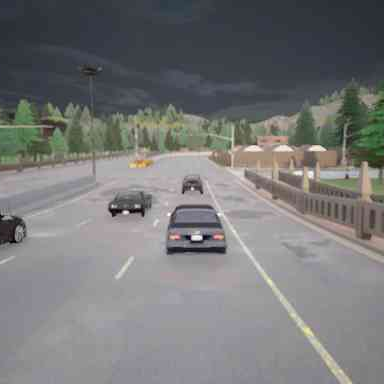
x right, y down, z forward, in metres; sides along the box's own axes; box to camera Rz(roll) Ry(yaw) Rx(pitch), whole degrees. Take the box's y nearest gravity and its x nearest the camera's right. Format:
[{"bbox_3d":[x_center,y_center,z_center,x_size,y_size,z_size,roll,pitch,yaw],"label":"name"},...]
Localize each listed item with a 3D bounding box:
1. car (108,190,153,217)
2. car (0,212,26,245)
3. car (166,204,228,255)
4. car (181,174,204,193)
[{"bbox_3d":[-3.417,0.550,19.345,1.895,1.301,4.718,0,5,0],"label":"car"},{"bbox_3d":[-6.900,1.157,10.064,1.837,1.490,4.892,0,3,0],"label":"car"},{"bbox_3d":[0.098,1.115,11.447,2.033,1.411,5.357,0,4,-1],"label":"car"},{"bbox_3d":[0.030,-0.829,30.204,1.837,1.490,4.892,0,8,0],"label":"car"}]
